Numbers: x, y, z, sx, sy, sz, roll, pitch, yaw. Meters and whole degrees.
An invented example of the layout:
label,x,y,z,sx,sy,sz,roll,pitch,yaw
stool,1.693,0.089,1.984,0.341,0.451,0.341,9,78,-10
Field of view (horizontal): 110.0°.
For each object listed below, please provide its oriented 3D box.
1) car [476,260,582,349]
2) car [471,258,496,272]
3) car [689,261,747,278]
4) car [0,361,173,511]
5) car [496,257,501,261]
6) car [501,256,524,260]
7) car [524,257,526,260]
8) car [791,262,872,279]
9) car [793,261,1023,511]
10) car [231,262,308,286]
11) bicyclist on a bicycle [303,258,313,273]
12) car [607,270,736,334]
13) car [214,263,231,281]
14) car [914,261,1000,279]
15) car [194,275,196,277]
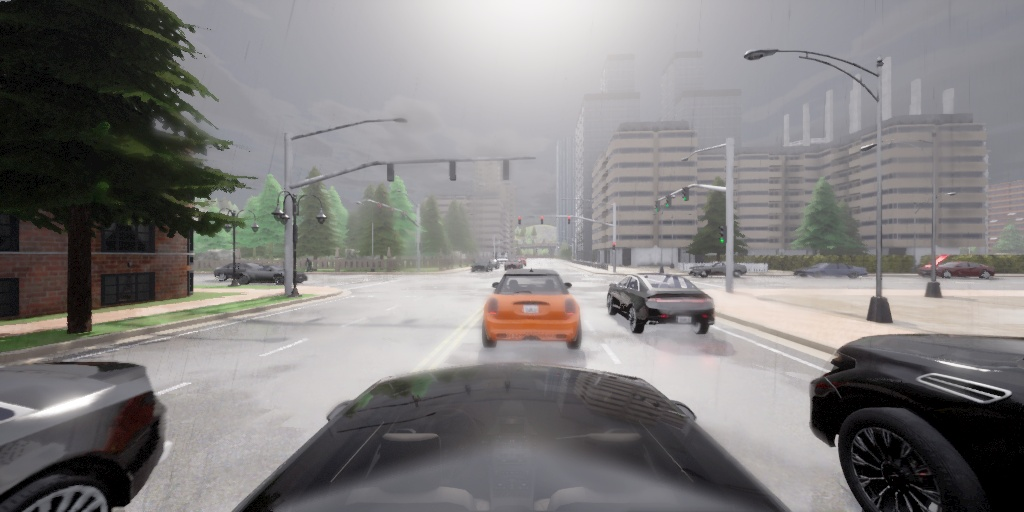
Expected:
label,x,y,z,sx,sy,sz,roll,pitch,yaw
car,0.517,1.102,9.368,2.097,1.767,4.553,0,0,3
car,-3.759,1.102,45.884,2.097,1.767,4.553,0,0,6
car,19.002,1.241,33.254,4.902,1.511,2.128,0,0,4
car,-3.510,1.241,0.618,2.128,1.511,4.902,0,0,0
car,-3.024,1.241,54.804,2.128,1.511,4.902,0,0,4
car,0.135,1.102,50.056,2.097,1.767,4.553,0,0,4
car,0.781,1.314,58.652,1.994,1.385,4.181,0,0,5
car,28.850,1.297,32.544,5.357,1.411,2.033,0,0,4
car,3.708,0.971,0.759,2.150,2.045,5.566,0,0,0
car,-16.695,1.314,25.098,4.181,1.385,1.994,0,0,4
bicyclist on a bicycle,-22.758,1.051,40.054,0.582,1.620,1.656,0,0,4
car,4.092,1.241,10.596,2.128,1.511,4.902,0,0,4
car,-21.287,1.256,28.944,4.892,1.490,1.837,0,0,4
car,39.291,1.228,31.783,5.008,1.535,1.882,0,0,4
car,-25.686,1.351,25.759,4.718,1.301,1.895,0,0,4
